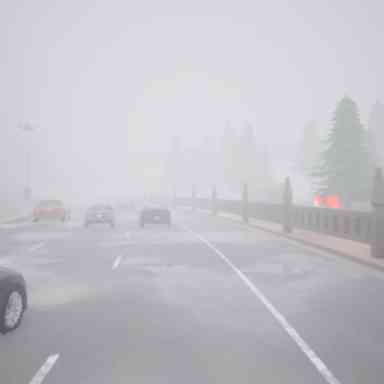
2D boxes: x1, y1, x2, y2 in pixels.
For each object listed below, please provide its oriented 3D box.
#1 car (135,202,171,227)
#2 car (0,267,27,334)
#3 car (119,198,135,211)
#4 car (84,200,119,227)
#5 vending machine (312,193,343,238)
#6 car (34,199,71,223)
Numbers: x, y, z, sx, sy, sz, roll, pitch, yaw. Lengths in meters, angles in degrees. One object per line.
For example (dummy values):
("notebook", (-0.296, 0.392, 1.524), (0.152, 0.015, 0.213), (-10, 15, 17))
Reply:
("car", (-2.598, 1.409, 22.217), (1.882, 1.535, 5.008), (0, 0, -12))
("car", (-3.677, 1.504, 3.810), (1.837, 1.490, 4.892), (0, 0, -3))
("car", (-7.879, 1.415, 39.364), (1.812, 1.442, 4.674), (0, 0, -22))
("car", (-6.150, 1.490, 22.424), (2.033, 1.411, 5.357), (0, 0, -13))
("vending machine", (6.597, 1.116, 16.272), (1.100, 2.100, 0.880), (0, 0, -9))
("car", (-10.616, 1.298, 25.529), (2.097, 1.767, 4.553), (0, 0, -14))
